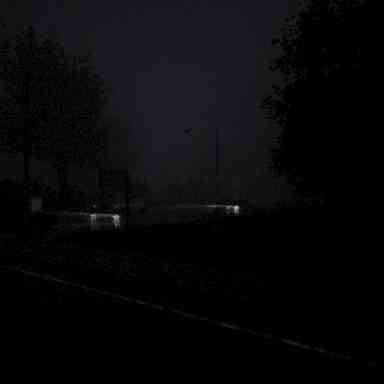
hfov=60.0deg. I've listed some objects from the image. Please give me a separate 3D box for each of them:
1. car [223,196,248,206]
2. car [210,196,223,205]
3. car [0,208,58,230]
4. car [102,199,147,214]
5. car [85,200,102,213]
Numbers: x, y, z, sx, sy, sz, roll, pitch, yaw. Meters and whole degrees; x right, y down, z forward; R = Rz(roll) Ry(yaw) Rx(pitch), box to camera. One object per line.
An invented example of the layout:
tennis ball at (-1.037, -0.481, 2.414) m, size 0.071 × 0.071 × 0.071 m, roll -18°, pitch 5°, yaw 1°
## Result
car at (7.397, 1.401, 53.340) m, size 1.812 × 1.442 × 4.674 m, roll 0°, pitch 0°, yaw 36°
car at (4.806, 1.362, 55.725) m, size 2.128 × 1.511 × 4.902 m, roll 0°, pitch 0°, yaw 36°
car at (-10.260, 1.585, 19.112) m, size 1.895 × 1.301 × 4.718 m, roll 0°, pitch 0°, yaw 39°
car at (-6.731, 1.498, 34.927) m, size 1.812 × 1.442 × 4.674 m, roll 0°, pitch 0°, yaw 38°
car at (-9.567, 1.496, 36.983) m, size 1.812 × 1.442 × 4.674 m, roll 0°, pitch 0°, yaw 38°
